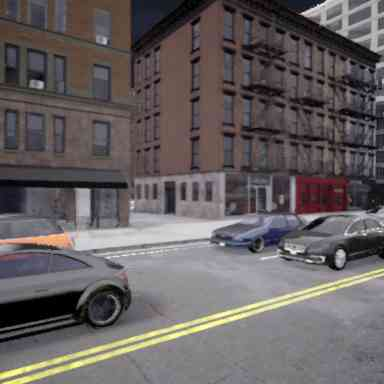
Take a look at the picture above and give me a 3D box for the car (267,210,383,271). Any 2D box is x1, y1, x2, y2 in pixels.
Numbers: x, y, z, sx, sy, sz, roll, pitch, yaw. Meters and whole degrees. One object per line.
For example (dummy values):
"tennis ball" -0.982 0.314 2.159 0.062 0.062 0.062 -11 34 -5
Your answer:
"car" 4.961 1.525 11.135 4.892 1.490 1.837 0 0 -35

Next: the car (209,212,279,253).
"car" 3.306 1.568 13.936 5.357 1.411 2.033 0 0 -35

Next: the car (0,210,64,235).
"car" -5.172 1.352 7.964 4.553 1.767 2.097 0 0 -35

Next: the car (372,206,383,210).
"car" 11.665 1.566 19.876 4.674 1.442 1.812 0 0 -36

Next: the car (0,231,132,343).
"car" -3.123 1.565 5.434 4.181 1.385 1.994 0 0 -35
